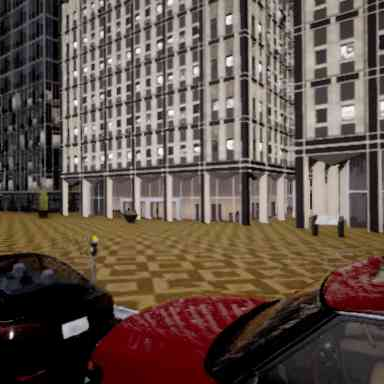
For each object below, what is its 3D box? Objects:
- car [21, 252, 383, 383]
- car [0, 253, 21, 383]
[{"bbox_3d":[1.464,1.313,1.834,5.009,1.841,2.192,-1,0,35],"label":"car"},{"bbox_3d":[-3.030,1.611,5.039,4.313,1.339,1.947,-1,0,35],"label":"car"}]
